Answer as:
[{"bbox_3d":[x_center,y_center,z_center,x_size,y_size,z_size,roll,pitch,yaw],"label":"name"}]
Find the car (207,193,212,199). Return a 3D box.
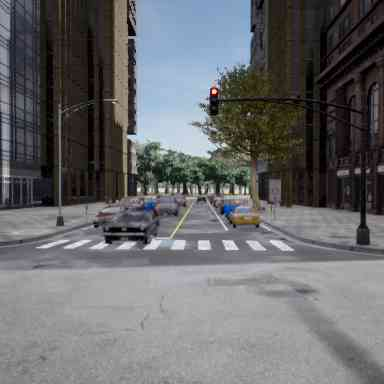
[{"bbox_3d":[4.403,1.211,61.463,2.192,1.841,5.009,-1,0,2],"label":"car"}]

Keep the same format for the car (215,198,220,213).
[{"bbox_3d":[3.664,1.531,33.077,1.947,1.339,4.313,-1,0,2],"label":"car"}]

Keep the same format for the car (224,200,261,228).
[{"bbox_3d":[3.371,1.508,21.892,1.752,1.417,4.829,-1,0,2],"label":"car"}]

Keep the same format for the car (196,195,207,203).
[{"bbox_3d":[1.864,1.389,65.866,1.837,1.490,4.892,0,0,2],"label":"car"}]

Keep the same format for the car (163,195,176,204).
[{"bbox_3d":[-4.118,1.336,61.680,1.967,1.590,4.097,0,0,2],"label":"car"}]

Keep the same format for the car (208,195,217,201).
[{"bbox_3d":[4.850,1.429,78.495,1.802,1.307,4.206,0,0,2],"label":"car"}]

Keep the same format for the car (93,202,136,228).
[{"bbox_3d":[-5.155,1.565,21.936,1.802,1.307,4.206,-1,0,2],"label":"car"}]

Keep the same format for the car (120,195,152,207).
[{"bbox_3d":[-5.010,1.290,27.614,2.192,1.841,5.009,-1,0,2],"label":"car"}]

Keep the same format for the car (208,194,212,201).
[{"bbox_3d":[4.257,1.462,55.786,2.008,1.369,4.403,-1,0,2],"label":"car"}]

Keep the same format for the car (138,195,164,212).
[{"bbox_3d":[-4.713,1.268,38.970,2.192,1.841,5.009,-1,0,2],"label":"car"}]

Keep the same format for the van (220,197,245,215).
[{"bbox_3d":[3.513,1.316,27.400,1.690,1.788,3.998,-1,0,2],"label":"van"}]

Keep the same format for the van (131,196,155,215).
[{"bbox_3d":[-4.861,1.306,33.292,1.690,1.788,3.998,-1,0,2],"label":"van"}]

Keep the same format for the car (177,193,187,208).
[{"bbox_3d":[-1.811,1.287,46.798,2.097,1.767,4.553,0,0,2],"label":"car"}]

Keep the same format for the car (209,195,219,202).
[{"bbox_3d":[4.702,1.415,72.817,2.008,1.369,4.403,0,0,2],"label":"car"}]

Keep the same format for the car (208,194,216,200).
[{"bbox_3d":[5.002,1.355,84.342,1.752,1.417,4.829,0,0,2],"label":"car"}]

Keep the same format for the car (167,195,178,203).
[{"bbox_3d":[-3.969,1.425,67.358,1.887,1.381,4.507,0,0,2],"label":"car"}]

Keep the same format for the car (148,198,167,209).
[{"bbox_3d":[-4.562,1.491,44.648,2.008,1.369,4.403,-1,0,2],"label":"car"}]

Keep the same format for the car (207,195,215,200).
[{"bbox_3d":[5.147,1.379,89.849,1.947,1.339,4.313,0,0,2],"label":"car"}]

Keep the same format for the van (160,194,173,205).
[{"bbox_3d":[-4.267,1.252,56.003,1.690,1.788,3.998,0,0,2],"label":"van"}]

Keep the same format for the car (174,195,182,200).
[{"bbox_3d":[-3.524,1.375,84.391,1.887,1.381,4.507,0,0,2],"label":"car"}]

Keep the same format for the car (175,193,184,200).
[{"bbox_3d":[-3.378,1.128,90.068,2.192,1.841,5.009,0,0,2],"label":"car"}]

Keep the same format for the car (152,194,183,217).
[{"bbox_3d":[-2.251,1.320,30.890,2.097,1.767,4.553,0,0,2],"label":"car"}]

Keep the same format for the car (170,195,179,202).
[{"bbox_3d":[-3.820,1.446,73.036,1.802,1.307,4.206,0,0,2],"label":"car"}]

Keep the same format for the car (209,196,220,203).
[{"bbox_3d":[4.553,1.431,67.141,2.008,1.369,4.403,-1,0,2],"label":"car"}]

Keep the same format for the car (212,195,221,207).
[{"bbox_3d":[3.965,1.465,44.602,1.752,1.417,4.829,-1,0,2],"label":"car"}]

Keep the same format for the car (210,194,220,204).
[{"bbox_3d":[4.109,1.471,50.109,1.887,1.381,4.507,-1,0,2],"label":"car"}]

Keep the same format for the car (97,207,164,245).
[{"bbox_3d":[-2.650,1.584,15.514,1.895,1.301,4.718,0,0,1],"label":"car"}]
